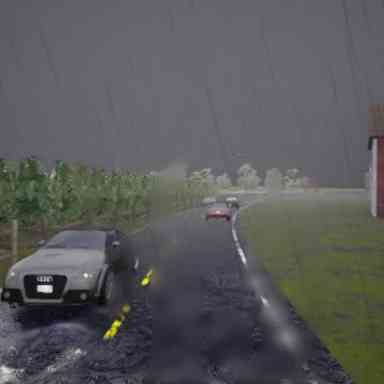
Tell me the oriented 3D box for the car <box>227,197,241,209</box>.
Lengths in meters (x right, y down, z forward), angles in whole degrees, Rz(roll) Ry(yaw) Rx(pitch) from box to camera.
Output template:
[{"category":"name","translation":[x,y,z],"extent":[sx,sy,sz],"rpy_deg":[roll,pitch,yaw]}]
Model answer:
[{"category":"car","translation":[5.462,1.419,44.596],"extent":[1.882,1.535,5.008],"rpy_deg":[0,0,12]}]

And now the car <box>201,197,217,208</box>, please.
[{"category":"car","translation":[2.476,1.397,44.764],"extent":[1.882,1.535,5.008],"rpy_deg":[1,0,13]}]

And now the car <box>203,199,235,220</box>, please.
[{"category":"car","translation":[2.308,1.539,27.888],"extent":[1.994,1.385,4.181],"rpy_deg":[0,0,8]}]

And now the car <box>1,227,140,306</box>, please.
[{"category":"car","translation":[-2.554,1.556,7.988],"extent":[1.994,1.385,4.181],"rpy_deg":[0,0,3]}]
